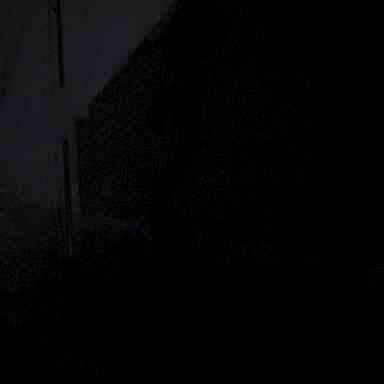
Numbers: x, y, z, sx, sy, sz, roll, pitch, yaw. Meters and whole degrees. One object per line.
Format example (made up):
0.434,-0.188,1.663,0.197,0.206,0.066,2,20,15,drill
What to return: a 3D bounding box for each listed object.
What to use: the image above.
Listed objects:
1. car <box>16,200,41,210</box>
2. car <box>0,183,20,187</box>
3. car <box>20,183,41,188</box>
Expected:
-26.477,2.098,54.131,1.812,1.442,4.674,-5,0,7,car
-44.275,-1.409,78.971,2.002,1.452,4.674,-6,-4,30,car
-41.622,-1.384,83.844,2.097,1.535,5.008,-6,-4,28,car
